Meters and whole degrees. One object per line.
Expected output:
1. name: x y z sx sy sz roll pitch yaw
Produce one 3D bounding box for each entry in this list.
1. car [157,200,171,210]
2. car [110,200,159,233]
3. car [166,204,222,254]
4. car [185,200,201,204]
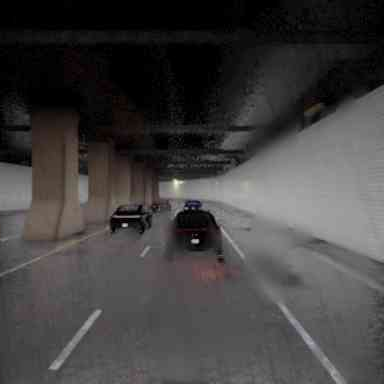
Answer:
1. car: -3.387 1.530 37.205 1.895 1.301 4.718 0 0 0
2. car: -3.393 1.455 19.282 2.128 1.511 4.902 0 0 0
3. car: 0.105 1.452 13.354 1.882 1.535 5.008 0 0 0
4. car: 0.111 1.487 31.808 2.033 1.411 5.357 0 0 0
